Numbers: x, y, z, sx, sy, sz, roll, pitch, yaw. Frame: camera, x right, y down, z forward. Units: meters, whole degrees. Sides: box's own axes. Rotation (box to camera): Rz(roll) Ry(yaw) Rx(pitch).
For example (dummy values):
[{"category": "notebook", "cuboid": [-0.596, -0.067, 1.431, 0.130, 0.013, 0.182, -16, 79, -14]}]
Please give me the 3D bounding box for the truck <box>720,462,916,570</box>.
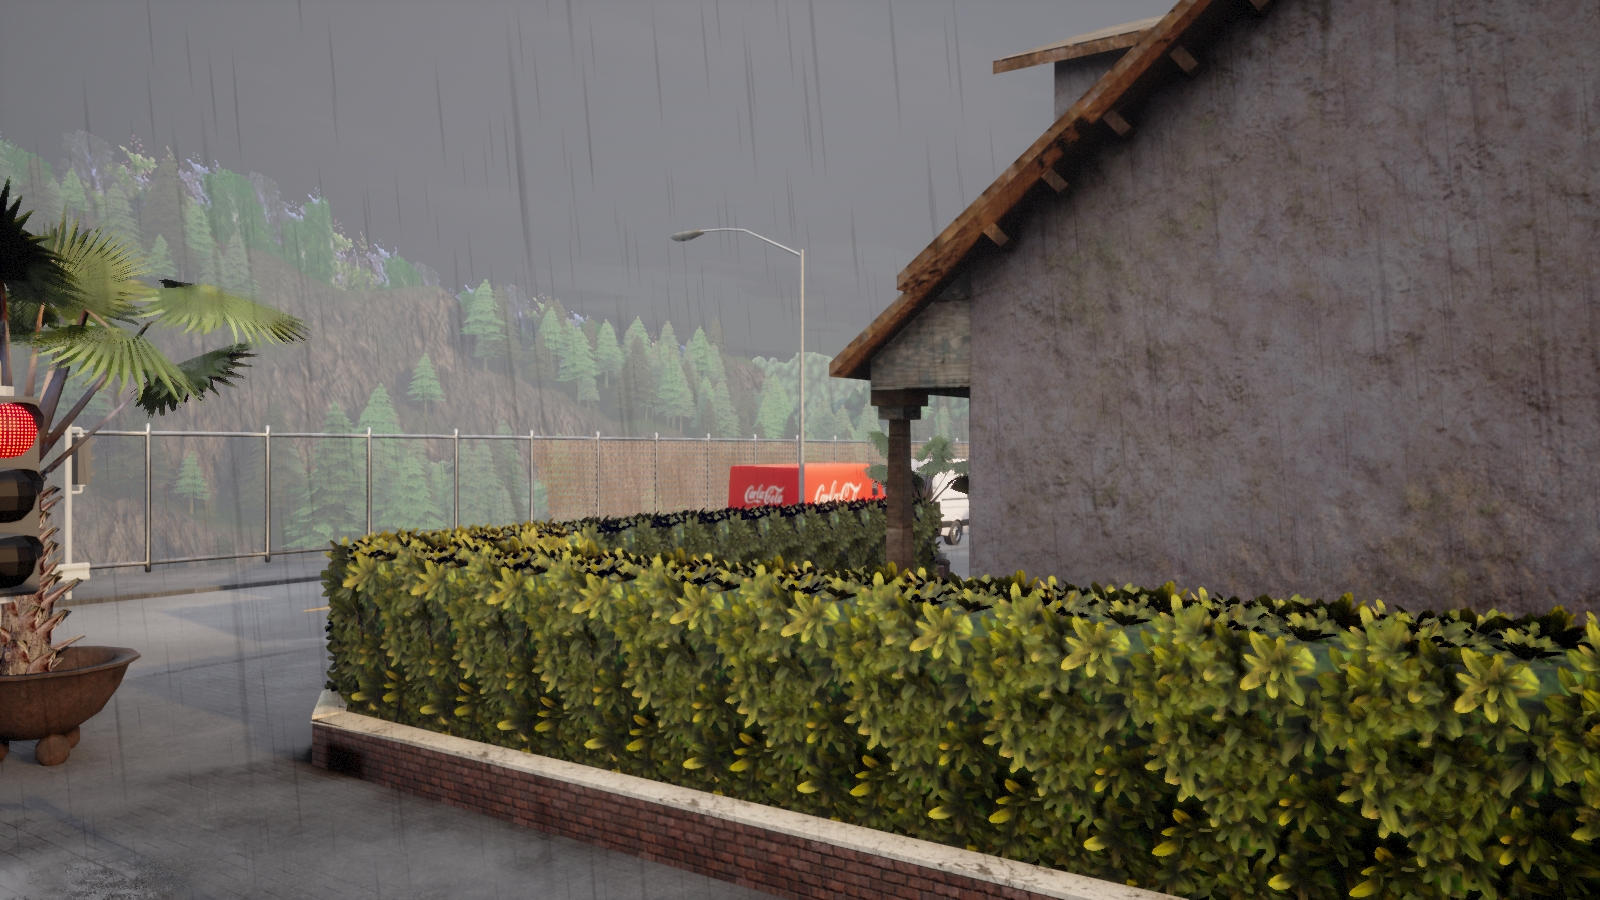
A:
[{"category": "truck", "cuboid": [0.584, 1.568, 29.600, 2.627, 2.467, 5.204, 0, 0, 35]}]
